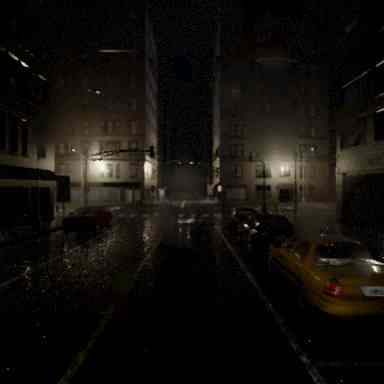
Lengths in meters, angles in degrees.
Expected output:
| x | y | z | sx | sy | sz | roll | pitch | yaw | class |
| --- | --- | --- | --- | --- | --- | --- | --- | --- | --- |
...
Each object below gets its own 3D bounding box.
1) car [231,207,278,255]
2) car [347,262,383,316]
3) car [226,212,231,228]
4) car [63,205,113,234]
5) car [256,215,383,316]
| x | y | z | sx | sy | sz | roll | pitch | yaw | class |
| --- | --- | --- | --- | --- | --- | --- | --- | --- | --- |
| 2.874 | 1.501 | 12.897 | 1.947 | 1.339 | 4.313 | -1 | 0 | 0 | car |
| 2.866 | 1.542 | 1.725 | 2.008 | 1.369 | 4.403 | -1 | 0 | 0 | car |
| 2.878 | 1.488 | 18.483 | 1.802 | 1.307 | 4.206 | -1 | 0 | 0 | car |
| -5.668 | 1.451 | 18.486 | 1.887 | 1.381 | 4.507 | -1 | 0 | 0 | car |
| 2.870 | 1.488 | 7.481 | 1.752 | 1.417 | 4.829 | -1 | 0 | 0 | car |
